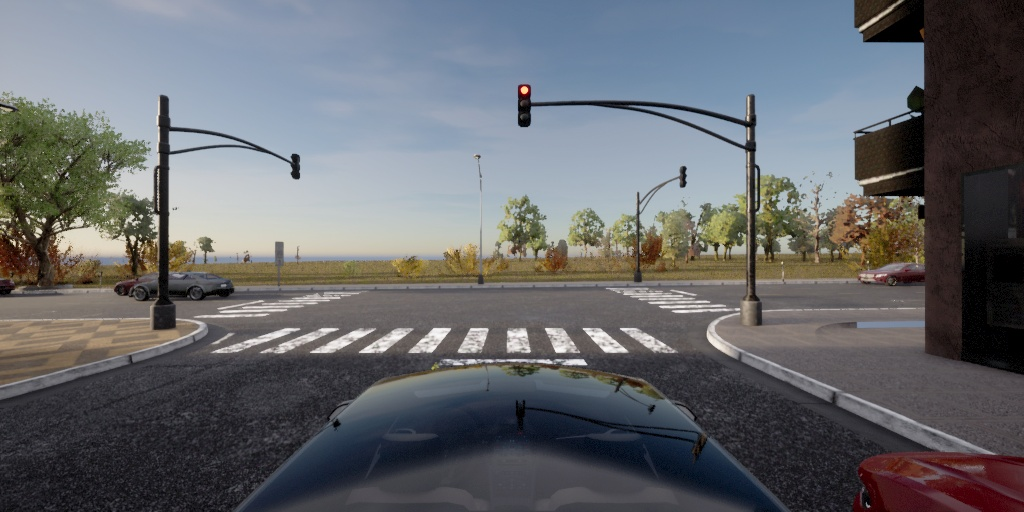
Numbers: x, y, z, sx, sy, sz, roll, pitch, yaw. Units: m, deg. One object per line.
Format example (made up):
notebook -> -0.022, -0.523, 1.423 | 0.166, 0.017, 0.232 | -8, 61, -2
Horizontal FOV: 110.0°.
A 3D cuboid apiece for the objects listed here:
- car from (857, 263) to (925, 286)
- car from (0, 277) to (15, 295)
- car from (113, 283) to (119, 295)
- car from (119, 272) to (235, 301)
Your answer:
car -> 22.951, 1.055, 21.144 | 4.207, 1.307, 1.802 | 0, 0, 0
car -> -31.639, 1.706, 20.815 | 4.207, 1.307, 1.802 | 0, 0, 0
car -> -20.556, 1.573, 20.937 | 4.207, 1.307, 1.802 | 0, 0, 0
car -> -16.717, 1.501, 18.275 | 4.181, 1.385, 1.994 | -1, 0, 0
